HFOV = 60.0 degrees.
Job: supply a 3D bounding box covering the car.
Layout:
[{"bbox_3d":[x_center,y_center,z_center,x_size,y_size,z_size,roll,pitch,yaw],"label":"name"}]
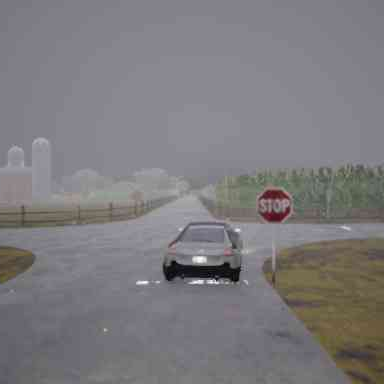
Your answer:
[{"bbox_3d":[0.482,1.554,9.823,1.994,1.385,4.181,0,0,9],"label":"car"}]
